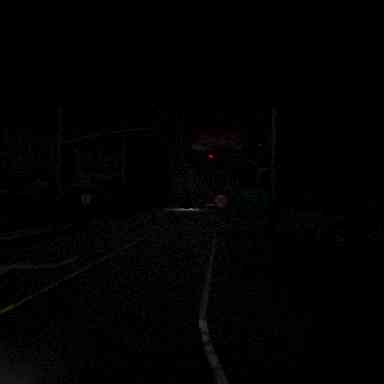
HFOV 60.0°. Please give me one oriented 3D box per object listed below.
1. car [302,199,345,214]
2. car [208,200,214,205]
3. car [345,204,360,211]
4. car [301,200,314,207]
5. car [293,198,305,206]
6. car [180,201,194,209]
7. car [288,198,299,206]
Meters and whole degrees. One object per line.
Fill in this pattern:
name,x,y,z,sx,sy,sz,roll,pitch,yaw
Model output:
car,15.772,2.051,40.084,3.866,1.878,1.905,1,-1,5
car,5.045,2.566,82.807,1.994,1.385,4.181,1,-1,5
car,20.562,2.345,45.363,4.611,1.667,2.242,1,-1,5
car,27.192,2.761,78.313,1.970,1.475,3.806,1,-1,5
car,27.861,2.624,86.769,1.932,1.855,4.605,1,-1,5
car,-0.814,2.196,57.317,1.994,1.385,4.181,1,-2,5
car,23.933,2.454,79.203,1.905,1.878,3.866,1,-1,5
